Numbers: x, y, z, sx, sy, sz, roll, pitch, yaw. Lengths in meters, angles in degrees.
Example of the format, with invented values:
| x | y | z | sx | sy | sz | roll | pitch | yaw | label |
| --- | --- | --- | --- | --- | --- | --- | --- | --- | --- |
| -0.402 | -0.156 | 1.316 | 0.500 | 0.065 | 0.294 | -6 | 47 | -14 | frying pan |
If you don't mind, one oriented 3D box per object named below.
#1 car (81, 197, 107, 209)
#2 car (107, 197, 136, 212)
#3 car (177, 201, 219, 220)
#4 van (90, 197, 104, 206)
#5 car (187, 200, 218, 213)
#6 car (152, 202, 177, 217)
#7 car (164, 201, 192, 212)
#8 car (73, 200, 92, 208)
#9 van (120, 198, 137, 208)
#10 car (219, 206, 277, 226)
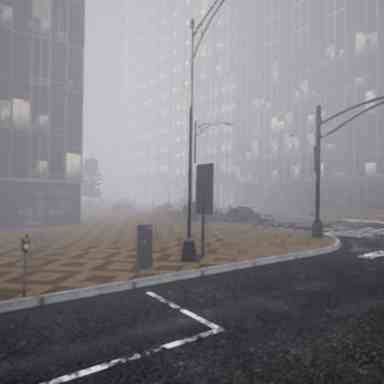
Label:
| x | y | z | sx | sy | sz | roll | pitch | yaw | label |
| --- | --- | --- | --- | --- | --- | --- | --- | --- | --- |
| -15.378 | 1.959 | 51.890 | 2.008 | 1.369 | 4.403 | 1 | -1 | -35 | car |
| -8.866 | 1.740 | 42.575 | 1.967 | 1.590 | 4.097 | 1 | -1 | -35 | car |
| 0.902 | 1.576 | 28.600 | 1.967 | 1.590 | 4.097 | 1 | -1 | -35 | car |
| -21.534 | 2.116 | 75.325 | 1.690 | 1.788 | 3.998 | 1 | -1 | -35 | van |
| 1.258 | 1.833 | 42.716 | 1.967 | 1.590 | 4.097 | 1 | -1 | -35 | car |
| -2.257 | 1.714 | 33.118 | 1.752 | 1.417 | 4.829 | 1 | -1 | -35 | car |
| -2.095 | 1.975 | 47.512 | 1.752 | 1.417 | 4.829 | 1 | -1 | -35 | car |
| -18.634 | 2.029 | 56.548 | 1.947 | 1.339 | 4.313 | 1 | -1 | -35 | car |
| -11.765 | 1.953 | 61.350 | 1.690 | 1.788 | 3.998 | 1 | -1 | -35 | van |
| 4.158 | 1.663 | 23.940 | 1.802 | 1.307 | 4.206 | 1 | -1 | -35 | car |
